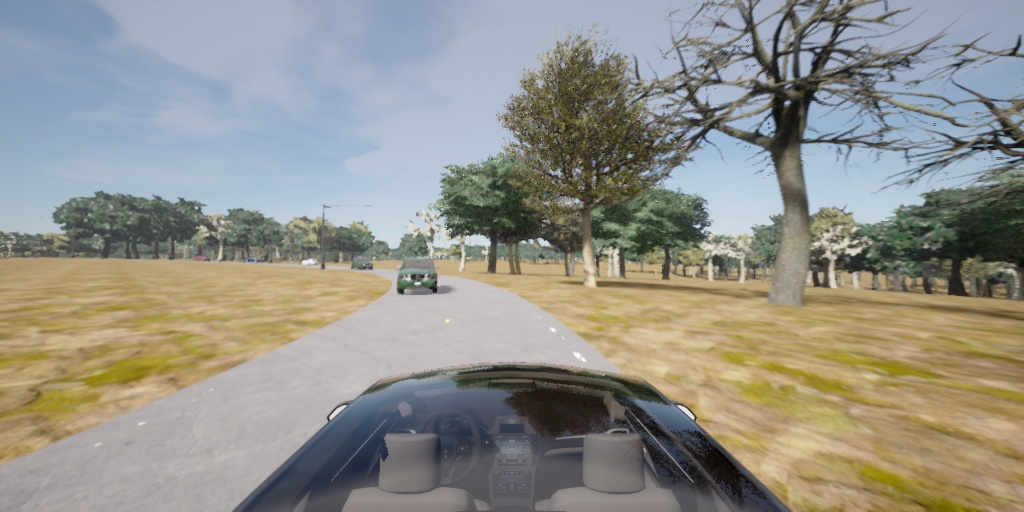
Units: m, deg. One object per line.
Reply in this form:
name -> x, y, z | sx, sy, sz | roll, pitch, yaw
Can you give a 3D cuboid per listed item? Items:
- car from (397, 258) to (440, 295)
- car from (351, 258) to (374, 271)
car -> -5.600, 1.116, 21.559 | 2.150, 2.045, 5.566 | 0, 0, -14
car -> -24.469, 1.290, 58.529 | 2.150, 2.045, 5.566 | 1, 0, -40
